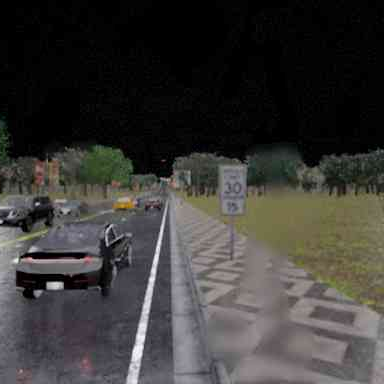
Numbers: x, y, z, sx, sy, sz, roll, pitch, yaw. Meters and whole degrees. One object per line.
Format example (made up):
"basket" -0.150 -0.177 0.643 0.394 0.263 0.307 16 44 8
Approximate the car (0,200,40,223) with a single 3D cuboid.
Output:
"car" -13.704 1.448 25.886 1.812 1.442 4.674 0 0 -4

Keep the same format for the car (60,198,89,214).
"car" -10.735 1.440 30.210 2.128 1.511 4.902 0 0 -4

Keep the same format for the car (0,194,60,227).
"car" -10.040 1.168 19.853 2.150 2.045 5.566 0 0 -4

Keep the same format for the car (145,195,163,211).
"car" -4.811 1.505 41.120 1.837 1.490 4.892 0 0 -4

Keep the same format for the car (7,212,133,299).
"car" -2.647 1.486 8.451 2.128 1.511 4.902 0 0 -4

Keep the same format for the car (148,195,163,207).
"car" -5.522 1.354 50.986 2.097 1.767 4.553 0 0 -3

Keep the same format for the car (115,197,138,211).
"car" -7.985 1.453 39.755 1.882 1.535 5.008 0 0 -3

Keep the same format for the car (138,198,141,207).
"car" -8.734 1.524 49.999 2.033 1.411 5.357 0 0 -3

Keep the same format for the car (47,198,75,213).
"car" -14.395 1.451 36.748 1.812 1.442 4.674 0 0 -8
